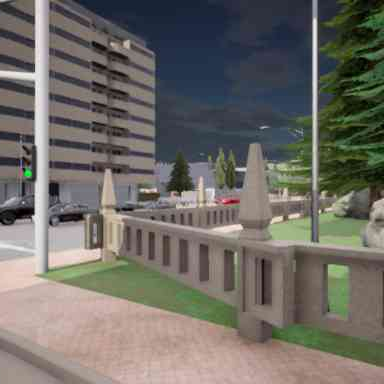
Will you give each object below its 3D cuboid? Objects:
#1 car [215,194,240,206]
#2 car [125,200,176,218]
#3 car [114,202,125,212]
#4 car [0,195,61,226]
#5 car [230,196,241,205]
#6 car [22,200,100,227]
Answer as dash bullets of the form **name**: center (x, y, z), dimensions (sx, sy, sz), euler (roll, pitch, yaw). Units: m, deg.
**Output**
- **car**: center (5.612, 1.257, 50.449), dimensions (2.150, 2.045, 5.566), euler (0, 0, 35)
- **car**: center (-3.494, 1.526, 31.064), dimensions (2.128, 1.511, 4.902), euler (0, 0, 34)
- **car**: center (-6.512, 1.634, 32.851), dimensions (1.895, 1.301, 4.718), euler (0, 0, 34)
- **car**: center (-12.214, 1.255, 24.518), dimensions (2.150, 2.045, 5.566), euler (0, 0, 34)
- **car**: center (7.590, 1.602, 47.163), dimensions (1.994, 1.385, 4.181), euler (0, 0, 35)
- **car**: center (-8.762, 1.528, 23.363), dimensions (2.128, 1.511, 4.902), euler (0, 0, 34)
